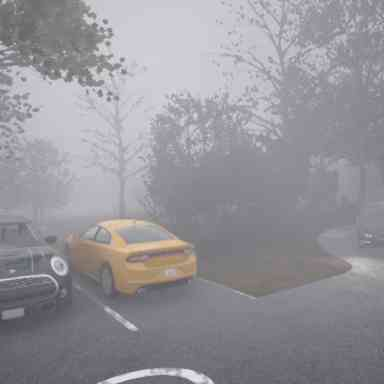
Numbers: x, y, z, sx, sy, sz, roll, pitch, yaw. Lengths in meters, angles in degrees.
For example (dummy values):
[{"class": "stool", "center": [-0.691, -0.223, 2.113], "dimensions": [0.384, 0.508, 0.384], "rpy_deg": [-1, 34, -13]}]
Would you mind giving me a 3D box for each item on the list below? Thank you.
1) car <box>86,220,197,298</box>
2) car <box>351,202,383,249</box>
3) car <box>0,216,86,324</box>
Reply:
[{"class": "car", "center": [-1.872, 1.469, 8.717], "dimensions": [2.097, 1.535, 5.008], "rpy_deg": [0, 0, -35]}, {"class": "car", "center": [7.318, 1.206, 12.856], "dimensions": [1.837, 1.490, 4.892], "rpy_deg": [-6, 0, 26]}, {"class": "car", "center": [-4.150, 1.352, 7.138], "dimensions": [2.185, 1.767, 4.553], "rpy_deg": [0, 0, -35]}]
